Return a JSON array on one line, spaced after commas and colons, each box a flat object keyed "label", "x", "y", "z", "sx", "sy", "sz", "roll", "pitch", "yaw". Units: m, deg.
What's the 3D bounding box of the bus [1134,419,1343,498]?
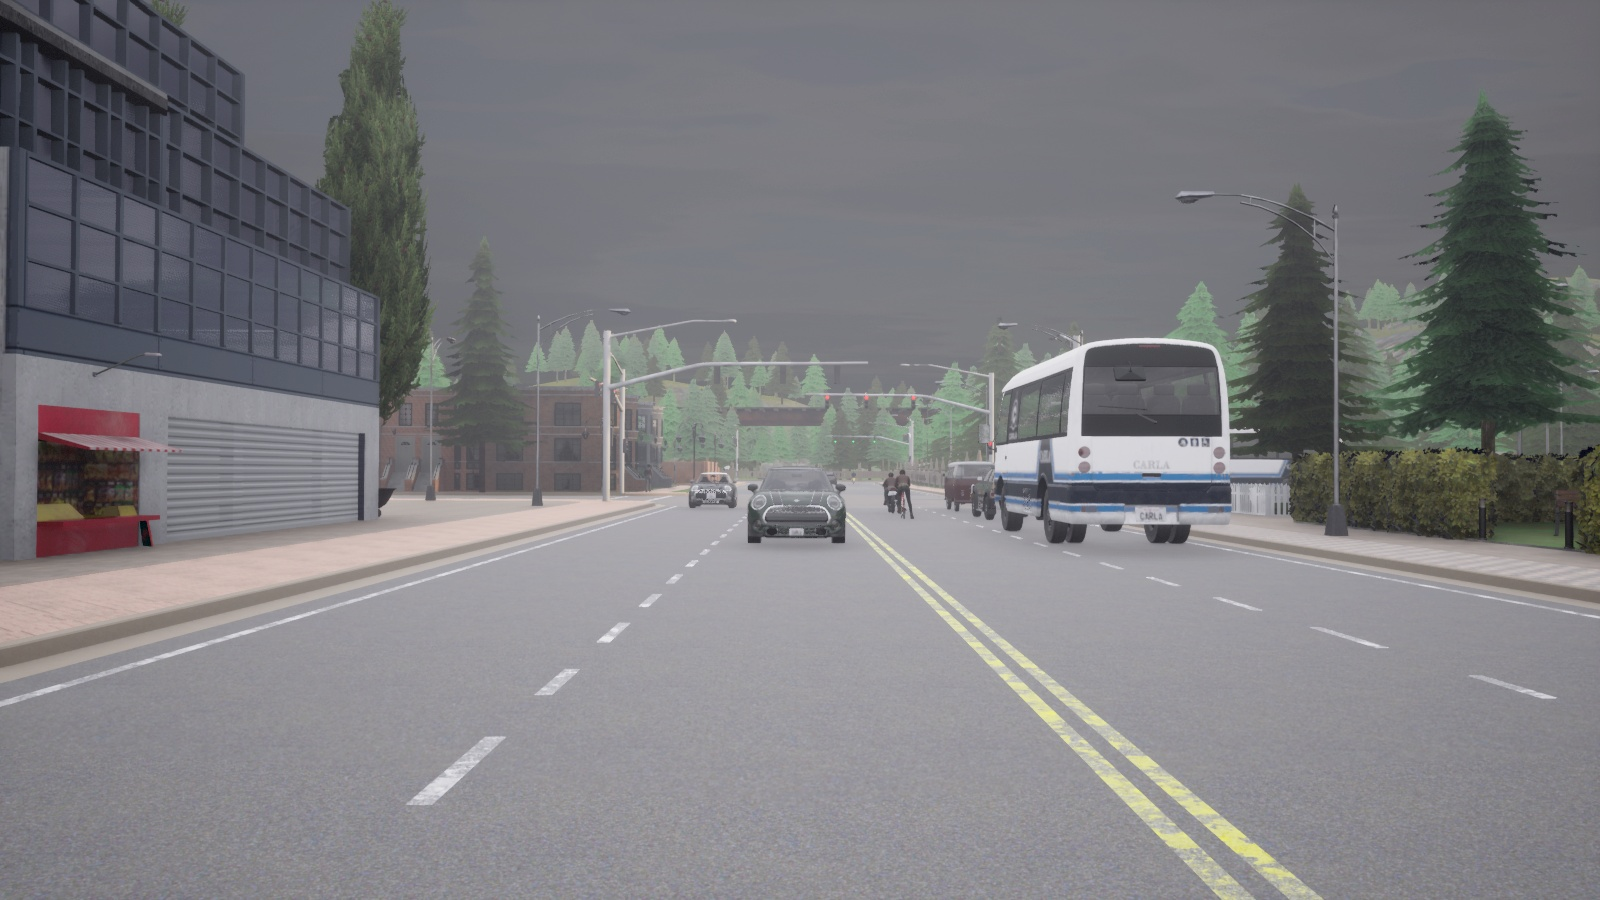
[{"label": "bus", "x": 24.327, "y": 0.516, "z": 70.172, "sx": 10.273, "sy": 4.253, "sz": 3.944, "roll": 0, "pitch": -1, "yaw": 0}]

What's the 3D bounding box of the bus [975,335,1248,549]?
[{"label": "bus", "x": 6.925, "y": -0.084, "z": 30.178, "sx": 3.944, "sy": 4.253, "sz": 10.273, "roll": 0, "pitch": -1, "yaw": 0}]

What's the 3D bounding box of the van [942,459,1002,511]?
[{"label": "van", "x": 6.883, "y": 1.387, "z": 50.564, "sx": 1.775, "sy": 1.987, "sz": 4.442, "roll": 0, "pitch": -1, "yaw": 0}]

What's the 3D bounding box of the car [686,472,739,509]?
[{"label": "car", "x": -3.621, "y": 1.679, "z": 52.829, "sx": 1.970, "sy": 1.475, "sz": 3.806, "roll": 0, "pitch": -1, "yaw": 0}]

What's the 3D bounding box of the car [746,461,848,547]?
[{"label": "car", "x": -0.065, "y": 1.142, "z": 27.998, "sx": 2.097, "sy": 1.767, "sz": 4.553, "roll": 0, "pitch": -1, "yaw": 0}]

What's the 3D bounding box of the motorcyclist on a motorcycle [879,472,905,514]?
[{"label": "motorcyclist on a motorcycle", "x": 3.394, "y": 1.563, "z": 46.551, "sx": 0.797, "sy": 1.523, "sz": 2.044, "roll": 0, "pitch": -1, "yaw": 0}]

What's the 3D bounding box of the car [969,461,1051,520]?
[{"label": "car", "x": 6.904, "y": 1.302, "z": 41.671, "sx": 1.932, "sy": 1.855, "sz": 4.605, "roll": 0, "pitch": -1, "yaw": 0}]
